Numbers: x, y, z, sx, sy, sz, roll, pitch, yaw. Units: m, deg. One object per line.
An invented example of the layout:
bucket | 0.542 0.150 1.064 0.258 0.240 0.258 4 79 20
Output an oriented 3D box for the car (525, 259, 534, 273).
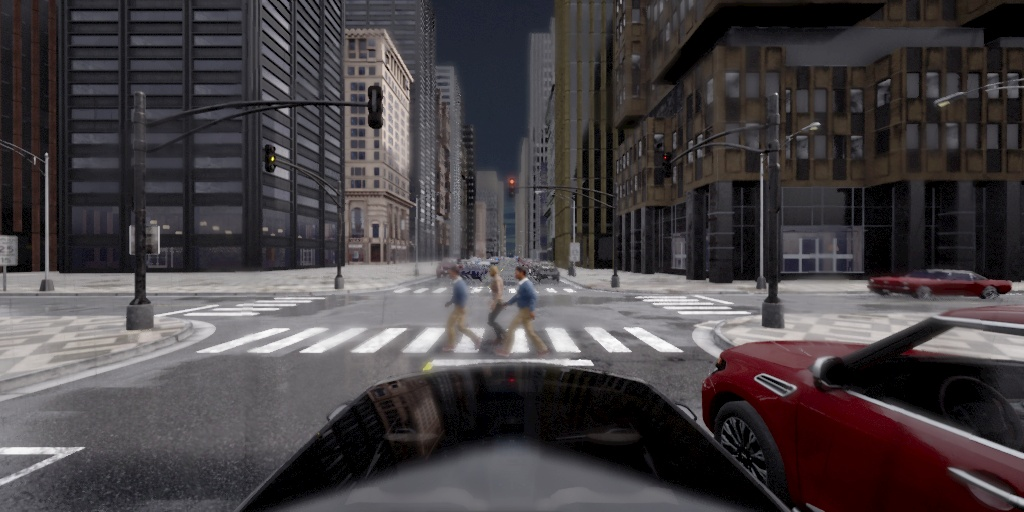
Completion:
car | 2.770 1.303 39.493 2.007 1.370 4.403 0 0 0

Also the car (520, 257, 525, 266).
car | 2.774 1.197 56.414 1.967 1.591 4.097 0 0 0

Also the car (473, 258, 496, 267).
car | -3.089 1.279 40.434 1.812 1.442 4.674 0 1 0

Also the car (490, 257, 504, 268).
car | -2.996 1.308 62.107 2.033 1.411 5.357 0 0 0

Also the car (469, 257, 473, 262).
car | -5.755 1.192 39.486 1.967 1.591 4.097 0 0 0

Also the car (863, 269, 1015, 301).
car | 19.359 1.300 16.418 4.718 1.301 1.895 0 0 0

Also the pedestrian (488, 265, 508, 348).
pedestrian | -0.332 1.044 8.084 0.375 1.860 0.375 0 0 0

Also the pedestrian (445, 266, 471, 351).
pedestrian | -1.117 1.043 7.484 0.375 1.860 0.375 0 0 0

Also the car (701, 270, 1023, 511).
car | 2.763 1.065 1.238 2.192 1.841 5.009 0 0 0

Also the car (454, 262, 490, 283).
car | -3.094 1.351 28.469 1.895 1.301 4.718 0 0 0

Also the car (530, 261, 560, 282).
car | 2.768 1.301 28.211 2.007 1.370 4.403 0 0 0

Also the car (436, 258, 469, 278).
car | -5.756 1.066 33.844 2.192 1.841 5.009 0 0 0

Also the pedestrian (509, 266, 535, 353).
pedestrian | 0.188 1.043 6.877 0.375 1.860 0.375 0 0 0

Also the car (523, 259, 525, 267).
car | 2.772 1.299 45.133 1.888 1.381 4.507 0 0 0
